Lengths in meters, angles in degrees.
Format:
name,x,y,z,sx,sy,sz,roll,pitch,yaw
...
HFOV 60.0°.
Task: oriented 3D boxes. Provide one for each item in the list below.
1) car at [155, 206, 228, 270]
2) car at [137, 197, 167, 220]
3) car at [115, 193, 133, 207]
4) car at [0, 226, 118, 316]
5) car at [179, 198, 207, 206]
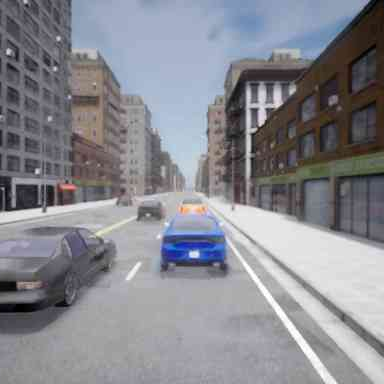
name,x,y,z,sx,sy,sz,roll,pitch,yaw
car,0.068,1.436,10.939,1.882,1.535,5.008,0,0,0
car,-3.176,1.405,26.575,1.837,1.490,4.892,0,1,0
car,-9.824,1.326,48.388,1.837,1.490,4.892,0,1,0
car,-3.203,1.517,7.773,2.033,1.411,5.357,0,0,1
car,0.071,1.251,26.174,2.097,1.767,4.553,0,0,0
